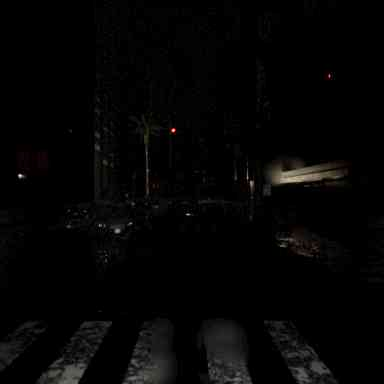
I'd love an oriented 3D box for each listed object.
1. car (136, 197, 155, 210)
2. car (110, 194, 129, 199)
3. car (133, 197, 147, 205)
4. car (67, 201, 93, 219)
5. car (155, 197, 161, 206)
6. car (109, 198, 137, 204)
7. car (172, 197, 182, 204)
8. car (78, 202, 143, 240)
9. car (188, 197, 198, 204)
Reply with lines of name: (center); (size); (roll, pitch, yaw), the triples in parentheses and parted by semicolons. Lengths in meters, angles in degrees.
car: (-6.545, 1.464, 44.089); (2.097, 1.767, 4.553); (0, 0, 0)
car: (-9.800, 1.336, 45.187); (2.150, 2.045, 5.566); (0, 0, -1)
car: (-9.693, 1.671, 62.749); (1.882, 1.535, 5.008); (0, -1, 0)
car: (-9.816, 1.592, 30.388); (1.812, 1.442, 4.674); (0, 0, 0)
car: (-6.491, 1.650, 58.038); (1.882, 1.535, 5.008); (0, 0, 1)
car: (-6.562, 1.592, 30.447); (1.812, 1.442, 4.674); (0, 0, 0)
car: (-3.075, 1.789, 69.914); (1.994, 1.385, 4.181); (0, 0, 0)
car: (-4.427, 1.524, 17.437); (2.128, 1.511, 4.902); (0, 0, -25)
car: (0.175, 1.790, 69.936); (1.994, 1.385, 4.181); (0, 0, 0)
